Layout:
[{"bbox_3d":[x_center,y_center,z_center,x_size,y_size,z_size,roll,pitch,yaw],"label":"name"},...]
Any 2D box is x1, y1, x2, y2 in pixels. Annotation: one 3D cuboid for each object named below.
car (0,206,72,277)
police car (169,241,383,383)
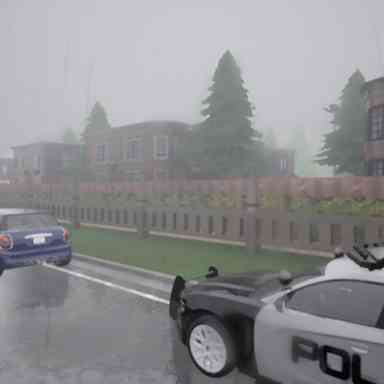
[{"bbox_3d":[-5.625,1.267,10.069,4.553,1.767,2.097,1,0,40],"label":"car"},{"bbox_3d":[1.925,1.418,3.728,5.238,1.638,1.930,1,0,40],"label":"police car"}]
